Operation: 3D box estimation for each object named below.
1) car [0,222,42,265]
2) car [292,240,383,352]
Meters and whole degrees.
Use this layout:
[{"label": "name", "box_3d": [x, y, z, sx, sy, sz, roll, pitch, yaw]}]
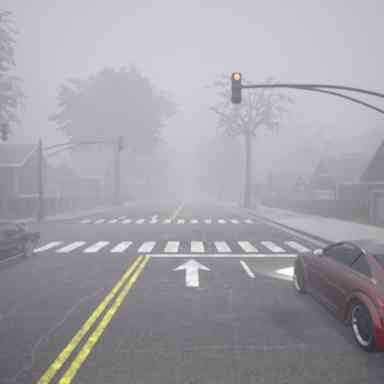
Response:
[{"label": "car", "box_3d": [-6.304, 1.599, 9.812, 1.895, 1.301, 4.718, 0, 0, -2]}, {"label": "car", "box_3d": [3.341, 1.563, 6.146, 1.994, 1.385, 4.181, 0, 0, 0]}]
